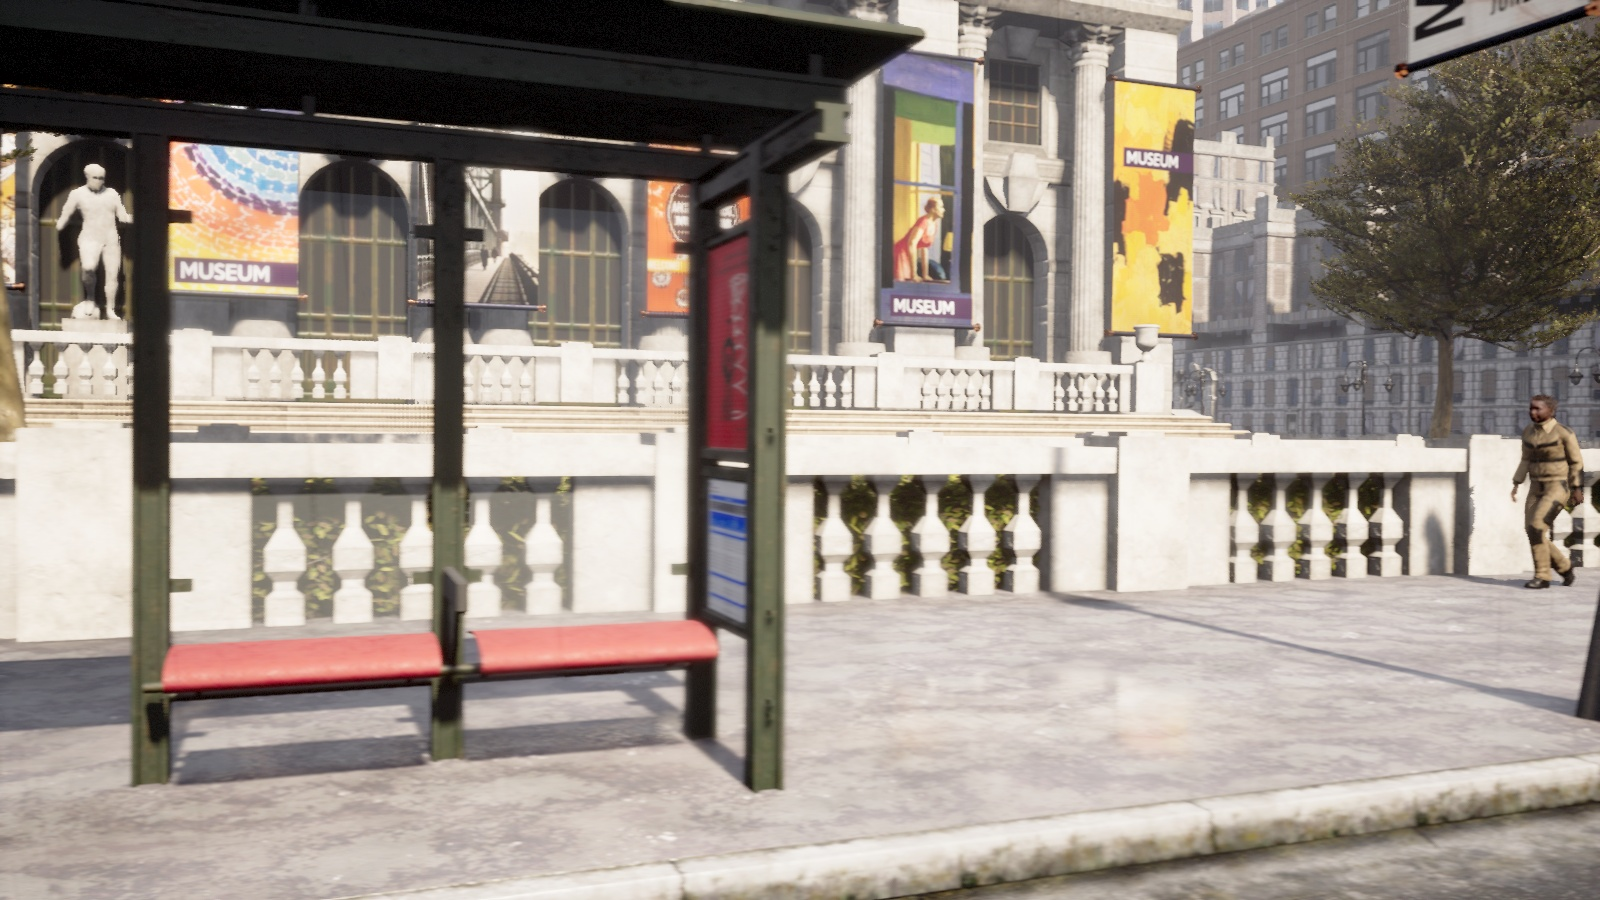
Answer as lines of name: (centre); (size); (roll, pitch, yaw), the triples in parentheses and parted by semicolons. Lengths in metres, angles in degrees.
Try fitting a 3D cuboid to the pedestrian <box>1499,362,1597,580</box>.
pedestrian: (6.776, 0.179, 11.381); (0.692, 1.930, 0.396); (-1, 1, -15)
